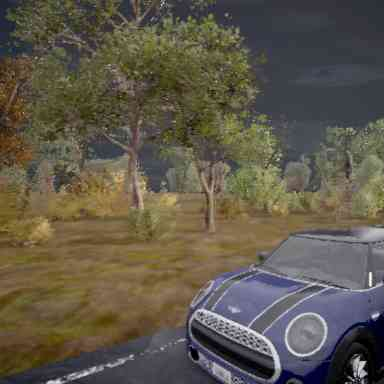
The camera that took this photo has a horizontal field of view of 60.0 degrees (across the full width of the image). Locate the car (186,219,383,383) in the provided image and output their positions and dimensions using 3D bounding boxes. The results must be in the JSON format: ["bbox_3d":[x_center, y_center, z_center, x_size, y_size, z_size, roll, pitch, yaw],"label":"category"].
[{"bbox_3d":[2.119,1.357,4.928,4.553,1.767,2.097,0,0,-37],"label":"car"}]
